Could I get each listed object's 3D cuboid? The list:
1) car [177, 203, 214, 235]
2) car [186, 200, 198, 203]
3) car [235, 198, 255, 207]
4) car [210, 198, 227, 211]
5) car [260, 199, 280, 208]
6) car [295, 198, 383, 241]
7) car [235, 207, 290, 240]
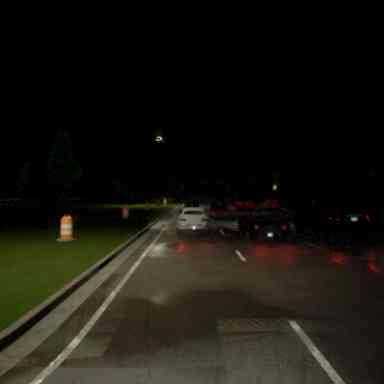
[{"bbox_3d":[0.100,1.613,19.426,1.812,1.442,4.674,0,0,0],"label":"car"},{"bbox_3d":[0.008,1.745,43.994,2.033,1.411,5.357,0,0,0],"label":"car"},{"bbox_3d":[7.009,1.551,44.375,2.097,1.767,4.553,0,0,0],"label":"car"},{"bbox_3d":[3.510,1.551,44.525,2.097,1.767,4.553,0,0,0],"label":"car"},{"bbox_3d":[10.517,1.680,44.970,1.882,1.535,5.008,0,0,0],"label":"car"},{"bbox_3d":[7.102,1.300,17.240,2.150,2.045,5.566,0,0,0],"label":"car"},{"bbox_3d":[3.599,1.680,17.540,1.895,1.301,4.718,0,0,0],"label":"car"}]
